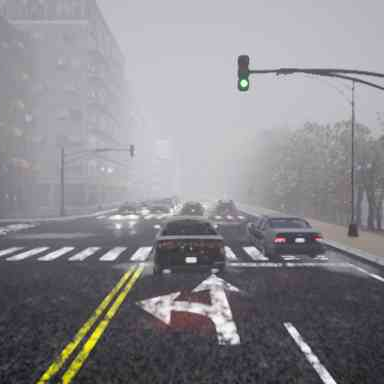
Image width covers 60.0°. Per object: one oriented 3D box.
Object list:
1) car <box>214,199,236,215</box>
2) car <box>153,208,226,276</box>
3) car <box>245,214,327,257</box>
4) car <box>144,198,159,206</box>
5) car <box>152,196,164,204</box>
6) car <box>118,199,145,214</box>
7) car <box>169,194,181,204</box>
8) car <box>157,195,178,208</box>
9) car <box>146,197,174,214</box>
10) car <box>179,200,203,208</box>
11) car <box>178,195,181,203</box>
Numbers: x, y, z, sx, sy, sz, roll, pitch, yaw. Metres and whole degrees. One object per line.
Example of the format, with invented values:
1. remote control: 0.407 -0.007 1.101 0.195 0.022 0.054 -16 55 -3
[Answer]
1. car: 3.347 1.476 33.966 2.128 1.511 4.902 0 0 0
2. car: -0.166 1.471 10.412 1.882 1.535 5.008 0 0 -3
3. car: 3.350 1.540 12.827 2.033 1.411 5.357 0 0 0
4. car: -6.512 1.584 53.937 1.895 1.301 4.718 0 0 0
5. car: -6.506 1.548 63.788 1.994 1.385 4.181 0 0 0
6. car: -6.596 1.584 35.727 1.895 1.301 4.718 0 0 0
7. car: -3.256 1.337 64.648 2.097 1.767 4.553 0 0 0
8. car: -3.333 1.488 45.581 1.837 1.490 4.892 0 0 0
9. car: -3.347 1.531 35.981 2.033 1.411 5.357 0 0 0
10. car: 0.096 1.549 30.710 1.994 1.385 4.181 0 0 0
11. car: -3.267 1.547 54.496 1.994 1.385 4.181 0 0 0
